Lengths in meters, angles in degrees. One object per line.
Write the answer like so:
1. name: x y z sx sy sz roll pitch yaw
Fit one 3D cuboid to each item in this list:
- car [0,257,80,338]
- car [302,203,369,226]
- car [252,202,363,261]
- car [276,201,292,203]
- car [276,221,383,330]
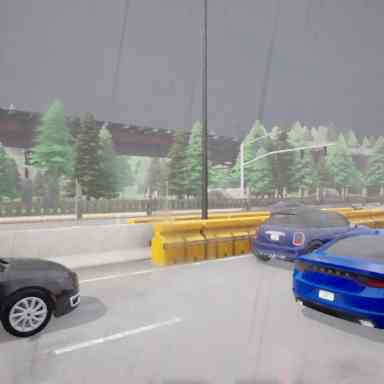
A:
1. car: -4.244 1.505 5.018 4.892 1.490 1.837 0 0 -35
2. car: 10.643 1.558 24.506 5.357 1.411 2.033 0 0 -36
3. car: 4.174 1.357 11.033 4.553 1.767 2.097 0 0 -36
4. car: 7.340 1.516 26.448 4.892 1.490 1.837 1 0 -36
5. car: 4.137 1.481 6.705 5.008 1.535 1.882 0 0 -36
